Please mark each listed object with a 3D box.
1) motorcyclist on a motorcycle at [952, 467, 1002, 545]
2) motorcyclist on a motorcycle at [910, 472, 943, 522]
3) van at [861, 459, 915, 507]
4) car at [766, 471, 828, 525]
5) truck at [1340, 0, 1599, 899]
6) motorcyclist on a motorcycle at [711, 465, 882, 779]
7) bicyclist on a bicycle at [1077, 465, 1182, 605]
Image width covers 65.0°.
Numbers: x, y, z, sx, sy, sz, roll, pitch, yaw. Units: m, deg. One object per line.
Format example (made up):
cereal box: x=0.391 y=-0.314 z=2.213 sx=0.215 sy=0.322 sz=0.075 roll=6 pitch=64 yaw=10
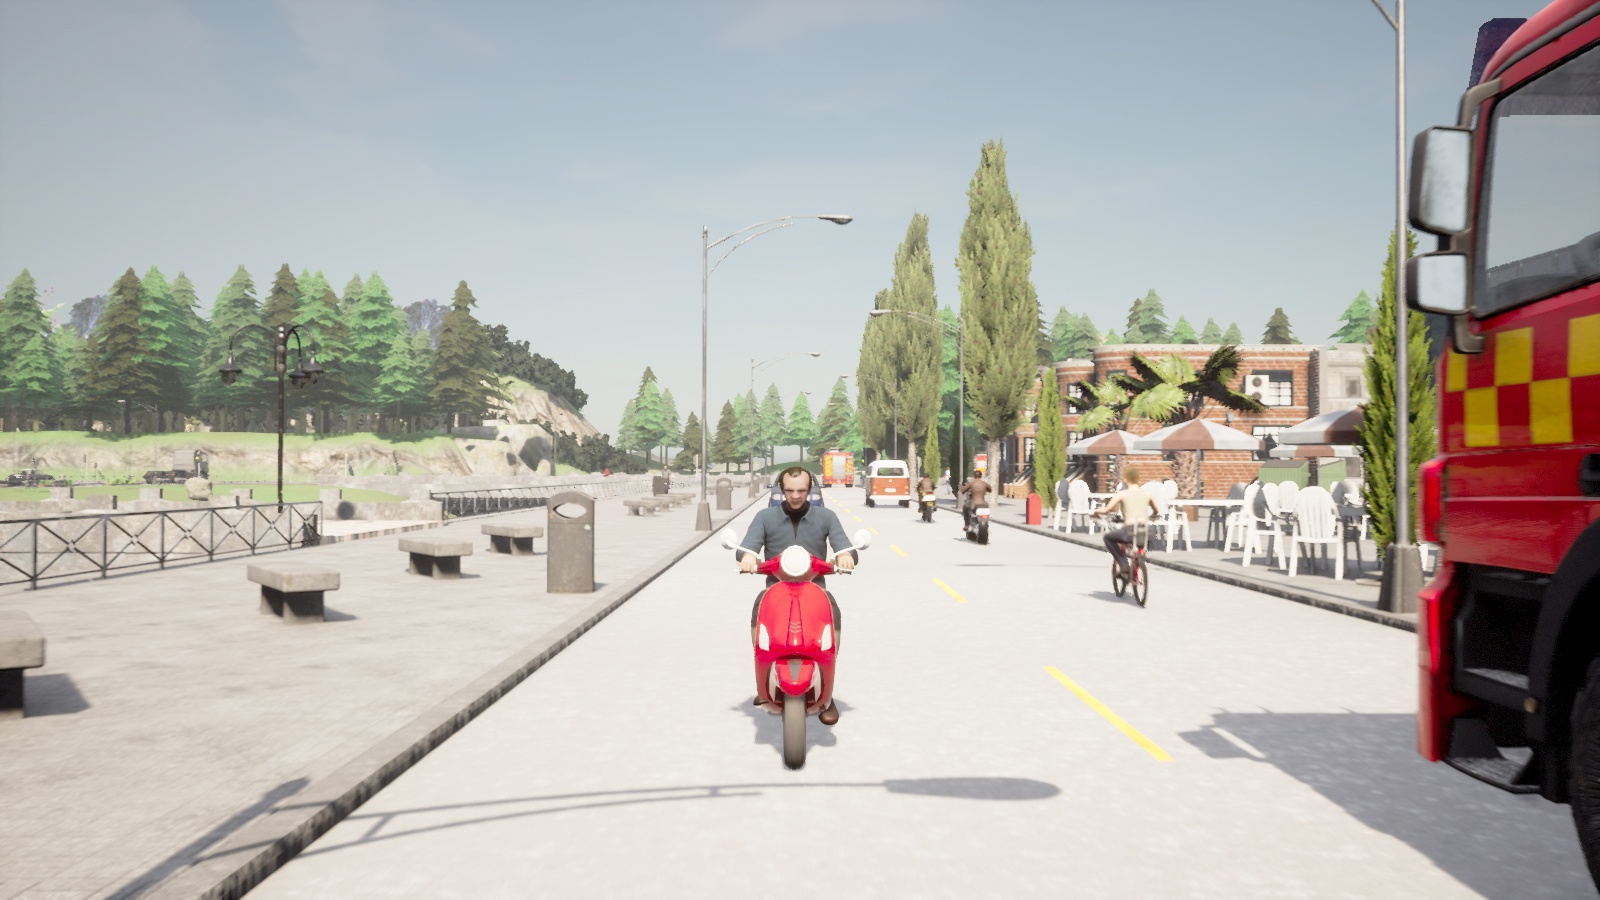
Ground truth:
motorcyclist on a motorcycle: x=3.926 y=1.219 z=28.043 sx=0.766 sy=1.649 sz=2.350 roll=0 pitch=-1 yaw=0
motorcyclist on a motorcycle: x=3.899 y=1.430 z=38.756 sx=0.797 sy=1.523 sz=2.044 roll=0 pitch=-1 yaw=0
van: x=3.854 y=1.454 z=55.649 sx=2.069 sy=2.038 sz=4.480 roll=0 pitch=-1 yaw=0
car: x=-0.098 y=1.432 z=38.133 sx=1.789 sy=1.549 sz=3.705 roll=0 pitch=-1 yaw=0
truck: x=3.990 y=-0.339 z=1.619 sx=2.891 sy=3.827 sz=8.468 roll=0 pitch=-1 yaw=0
motorcyclist on a motorcycle: x=-0.019 y=0.890 z=7.302 sx=0.866 sy=1.590 sz=1.817 roll=0 pitch=-1 yaw=0
bicyclist on a bicycle: x=3.959 y=0.990 z=15.208 sx=0.866 sy=1.612 sz=1.509 roll=0 pitch=-1 yaw=0
